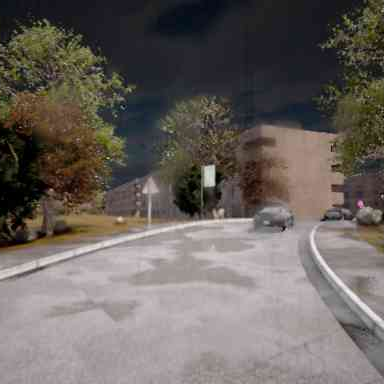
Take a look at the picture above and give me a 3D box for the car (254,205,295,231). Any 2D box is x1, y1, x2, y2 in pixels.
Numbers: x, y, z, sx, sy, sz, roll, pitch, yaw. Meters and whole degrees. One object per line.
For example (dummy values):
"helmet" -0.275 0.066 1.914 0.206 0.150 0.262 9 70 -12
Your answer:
"car" 5.074 1.524 20.418 1.812 1.442 4.674 -2 -1 25

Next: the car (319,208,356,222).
"car" 15.360 2.451 34.424 4.902 1.511 2.128 8 -8 -44

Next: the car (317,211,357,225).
"car" 17.950 3.265 41.127 5.357 1.411 2.033 6 -7 -36
